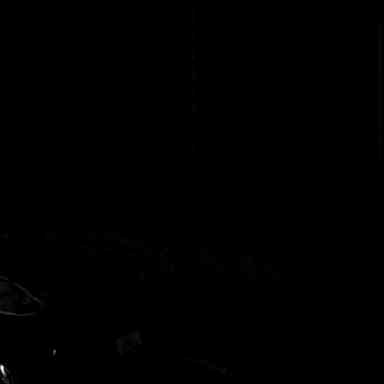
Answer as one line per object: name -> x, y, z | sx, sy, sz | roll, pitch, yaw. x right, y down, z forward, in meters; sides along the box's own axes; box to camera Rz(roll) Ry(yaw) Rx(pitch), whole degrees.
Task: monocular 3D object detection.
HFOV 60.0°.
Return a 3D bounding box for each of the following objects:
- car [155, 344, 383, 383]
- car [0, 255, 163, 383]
car -> 2.126, 1.562, 1.447 | 4.313, 1.339, 1.947 | 0, 0, 35
car -> -2.341, 1.585, 4.632 | 4.313, 1.339, 1.947 | 0, 0, 35
